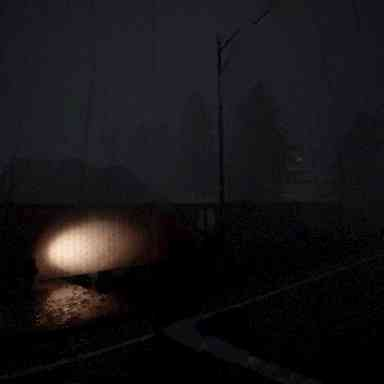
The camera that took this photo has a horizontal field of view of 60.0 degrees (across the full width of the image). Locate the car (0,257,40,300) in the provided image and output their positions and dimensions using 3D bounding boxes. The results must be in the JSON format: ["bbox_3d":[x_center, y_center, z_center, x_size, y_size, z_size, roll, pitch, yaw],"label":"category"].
[{"bbox_3d":[-5.104,1.785,6.358,1.895,1.301,4.718,-1,-2,10],"label":"car"}]
